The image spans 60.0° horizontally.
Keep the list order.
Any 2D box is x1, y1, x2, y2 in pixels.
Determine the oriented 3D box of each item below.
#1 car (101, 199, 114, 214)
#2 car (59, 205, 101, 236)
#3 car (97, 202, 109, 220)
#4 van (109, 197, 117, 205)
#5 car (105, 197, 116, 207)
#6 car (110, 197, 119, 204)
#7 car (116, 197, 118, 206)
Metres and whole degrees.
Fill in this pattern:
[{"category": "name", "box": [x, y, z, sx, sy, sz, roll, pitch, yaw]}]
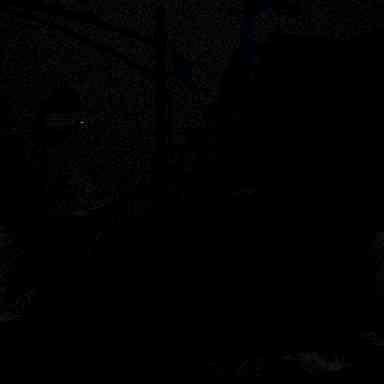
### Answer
[{"category": "car", "box": [-11.122, 1.973, 41.591, 1.887, 1.381, 4.507, -1, 0, -11]}, {"category": "car", "box": [-6.754, 1.748, 19.897, 1.887, 1.381, 4.507, -1, 0, -11]}, {"category": "car", "box": [-8.937, 1.898, 30.744, 1.802, 1.307, 4.206, -1, 0, -11]}, {"category": "van", "box": [-18.768, 2.163, 79.556, 1.690, 1.788, 3.998, -1, 0, -11]}, {"category": "car", "box": [-12.215, 1.924, 47.015, 1.967, 1.590, 4.097, -1, 0, -11]}, {"category": "car", "box": [-20.953, 2.250, 90.403, 2.192, 1.841, 5.009, -1, 0, -11]}, {"category": "car", "box": [-15.489, 2.204, 63.285, 2.008, 1.369, 4.403, -1, 0, -11]}]
